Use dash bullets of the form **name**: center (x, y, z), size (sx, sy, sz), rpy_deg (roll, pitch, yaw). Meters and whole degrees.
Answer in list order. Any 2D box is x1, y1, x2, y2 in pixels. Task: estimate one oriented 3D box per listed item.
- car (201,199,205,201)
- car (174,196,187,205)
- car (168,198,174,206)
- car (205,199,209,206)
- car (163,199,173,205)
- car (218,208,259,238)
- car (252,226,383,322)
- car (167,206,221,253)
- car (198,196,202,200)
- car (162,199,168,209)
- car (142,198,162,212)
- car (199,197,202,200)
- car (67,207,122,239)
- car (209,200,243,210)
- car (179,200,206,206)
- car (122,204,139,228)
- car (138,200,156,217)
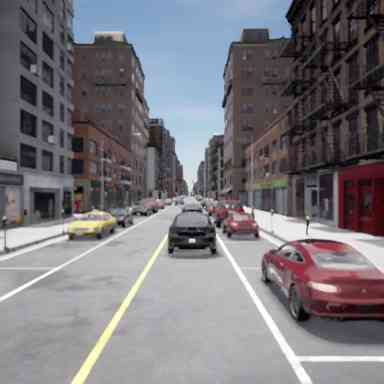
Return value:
- **car**: center (2.665, 1.967, 46.886), size (2.008, 1.369, 4.403), rpy_deg (0, 0, 0)
- **car**: center (-2.707, 2.181, 71.795), size (1.994, 1.385, 4.181), rpy_deg (0, 0, 0)
- **car**: center (-5.346, 2.193, 69.613), size (1.802, 1.307, 4.206), rpy_deg (0, 0, 0)
- **car**: center (2.659, 1.758, 35.525), size (1.967, 1.590, 4.097), rpy_deg (0, 0, 0)
- **car**: center (-5.342, 2.210, 75.295), size (2.008, 1.369, 4.403), rpy_deg (0, 0, 0)
- **car**: center (2.648, 1.752, 18.480), size (1.802, 1.307, 4.206), rpy_deg (0, 0, 0)
- **car**: center (2.641, 1.649, 7.118), size (1.802, 1.307, 4.206), rpy_deg (0, -1, 0)
- **car**: center (0.014, 1.612, 14.459), size (1.882, 1.535, 5.008), rpy_deg (0, 0, 0)
- **car**: center (2.679, 2.138, 69.780), size (1.752, 1.417, 4.829), rpy_deg (0, 0, 0)
- **car**: center (-5.356, 1.905, 52.570), size (1.967, 1.590, 4.097), rpy_deg (0, 0, 0)
- **car**: center (-5.363, 1.682, 41.207), size (2.192, 1.841, 5.009), rpy_deg (0, 0, 0)
- **car**: center (2.672, 2.080, 58.248), size (1.947, 1.339, 4.313), rpy_deg (0, 0, 0)
- **car**: center (-5.377, 1.694, 18.310), size (1.752, 1.417, 4.829), rpy_deg (0, -1, 0)
- **car**: center (2.652, 1.534, 24.164), size (2.192, 1.841, 5.009), rpy_deg (0, 0, 0)
- **car**: center (0.021, 1.772, 29.303), size (1.837, 1.490, 4.892), rpy_deg (0, 0, 0)
- **car**: center (-5.373, 1.785, 24.161), size (1.947, 1.339, 4.313), rpy_deg (0, 0, 0)
- **car**: center (-5.366, 1.883, 35.524), size (1.947, 1.339, 4.313), rpy_deg (0, 0, 0)
